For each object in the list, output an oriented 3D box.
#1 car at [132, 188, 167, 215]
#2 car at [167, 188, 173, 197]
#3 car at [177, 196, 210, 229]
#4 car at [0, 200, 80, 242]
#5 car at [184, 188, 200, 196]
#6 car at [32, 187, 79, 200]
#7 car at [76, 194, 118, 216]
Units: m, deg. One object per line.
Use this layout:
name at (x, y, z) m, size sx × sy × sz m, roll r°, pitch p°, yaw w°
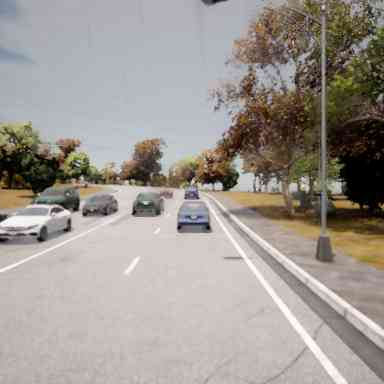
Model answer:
car at (-3.413, 0.757, 26.636) m, size 2.097 × 1.767 × 4.553 m, roll 0°, pitch 2°, yaw 0°
car at (-3.685, 0.059, 47.434) m, size 1.895 × 1.301 × 4.718 m, roll 0°, pitch 3°, yaw -3°
car at (0.091, 1.233, 19.334) m, size 2.033 × 1.411 × 5.357 m, roll 0°, pitch 2°, yaw 0°
car at (-7.087, 1.322, 15.521) m, size 1.812 × 1.442 × 4.674 m, roll 0°, pitch 1°, yaw 0°
car at (-0.072, 0.141, 44.057) m, size 1.812 × 1.442 × 4.674 m, roll 0°, pitch 3°, yaw -1°
car at (-10.514, 0.650, 26.055) m, size 2.150 × 2.045 × 5.566 m, roll 0°, pitch 2°, yaw 0°
car at (-7.025, 0.945, 25.804) m, size 1.837 × 1.490 × 4.892 m, roll 0°, pitch 3°, yaw 0°
